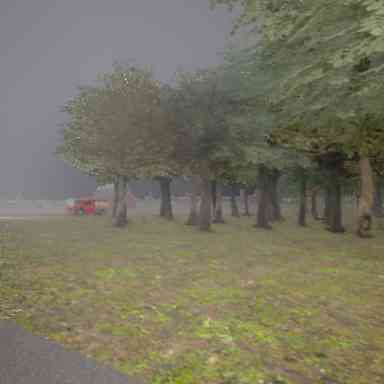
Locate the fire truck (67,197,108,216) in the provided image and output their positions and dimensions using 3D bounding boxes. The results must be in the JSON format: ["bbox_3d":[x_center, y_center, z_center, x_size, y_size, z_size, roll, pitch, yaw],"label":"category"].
[{"bbox_3d":[-21.934,2.968,70.211,2.891,3.827,8.468,-2,-3,39],"label":"fire truck"}]
